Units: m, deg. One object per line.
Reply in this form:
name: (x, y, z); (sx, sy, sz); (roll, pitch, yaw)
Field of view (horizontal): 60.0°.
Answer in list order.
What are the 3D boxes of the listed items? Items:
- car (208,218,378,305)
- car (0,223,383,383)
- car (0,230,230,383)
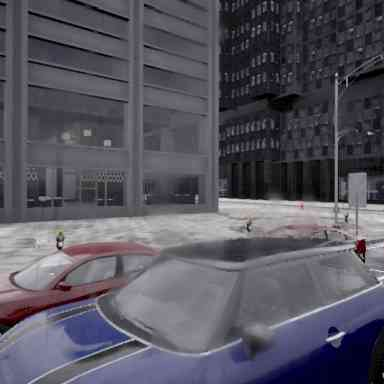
car: (2.781, 1.547, 8.693); (4.507, 1.381, 1.887); (0, 0, -36)
car: (0.259, 1.352, 3.451); (4.553, 1.767, 2.097); (0, 0, -36)
car: (-1.699, 1.545, 5.460); (4.507, 1.381, 1.887); (0, 0, -36)
